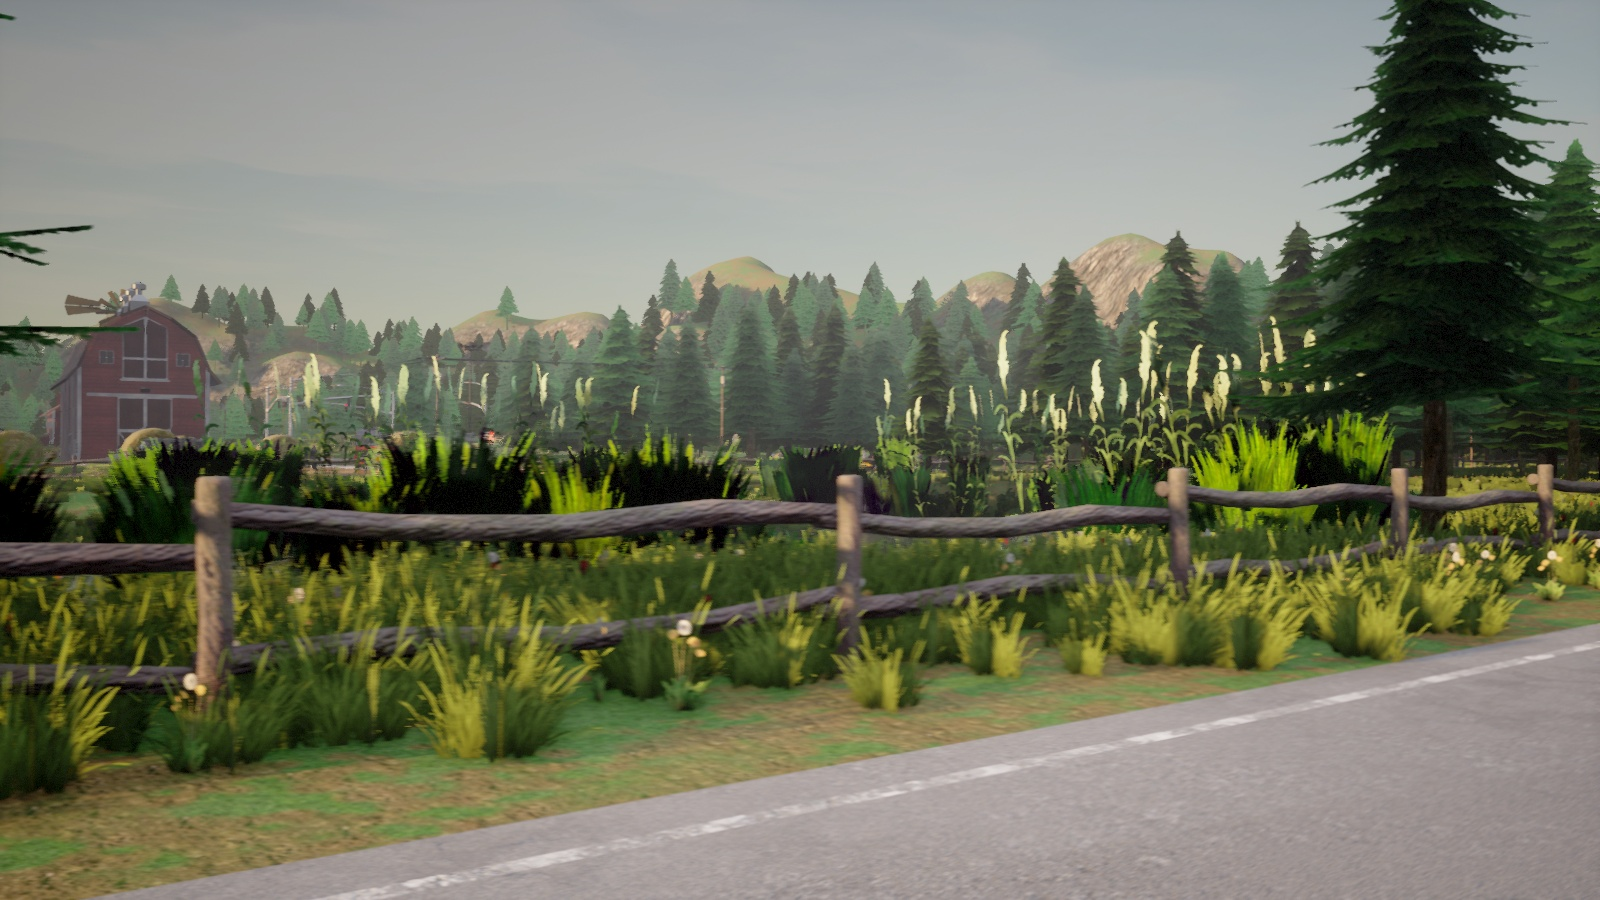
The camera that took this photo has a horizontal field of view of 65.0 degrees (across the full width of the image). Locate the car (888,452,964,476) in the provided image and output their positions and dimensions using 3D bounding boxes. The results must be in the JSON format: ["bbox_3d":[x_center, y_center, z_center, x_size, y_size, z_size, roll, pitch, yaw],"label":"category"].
[{"bbox_3d":[8.308,0.902,82.603,4.892,1.490,1.837,0,0,-31],"label":"car"}]

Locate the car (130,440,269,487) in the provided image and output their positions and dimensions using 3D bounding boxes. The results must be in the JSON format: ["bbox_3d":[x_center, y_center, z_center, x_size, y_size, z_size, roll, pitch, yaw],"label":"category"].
[{"bbox_3d":[-27.441,0.626,57.431,5.566,2.045,2.150,1,0,-30],"label":"car"}]
